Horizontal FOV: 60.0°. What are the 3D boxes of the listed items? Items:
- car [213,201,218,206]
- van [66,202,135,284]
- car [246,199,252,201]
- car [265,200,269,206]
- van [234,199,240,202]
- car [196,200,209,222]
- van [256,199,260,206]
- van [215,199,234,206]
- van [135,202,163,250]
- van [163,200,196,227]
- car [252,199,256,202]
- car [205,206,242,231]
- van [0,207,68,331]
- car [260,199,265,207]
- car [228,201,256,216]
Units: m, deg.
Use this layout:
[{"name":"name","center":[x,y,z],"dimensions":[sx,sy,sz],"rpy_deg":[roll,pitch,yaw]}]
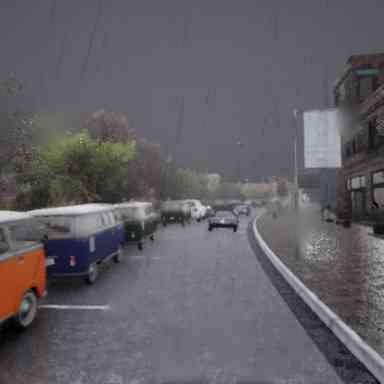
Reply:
[{"name":"car","center":[1.282,2.164,37.426],"dimensions":[2.002,1.452,4.674],"rpy_deg":[-1,0,14]},{"name":"van","center":[-3.281,1.387,10.018],"dimensions":[1.878,1.987,4.442],"rpy_deg":[-2,0,3]},{"name":"car","center":[9.570,2.632,63.864],"dimensions":[2.163,1.488,4.792],"rpy_deg":[-1,0,17]},{"name":"car","center":[18.966,2.863,91.207],"dimensions":[2.435,2.045,5.566],"rpy_deg":[-1,-1,20]},{"name":"van","center":[7.454,2.268,57.711],"dimensions":[1.878,1.987,4.442],"rpy_deg":[-1,0,17]},{"name":"car","center":[-0.032,1.767,32.027],"dimensions":[2.435,2.045,5.566],"rpy_deg":[-1,0,10]},{"name":"van","center":[13.213,2.583,74.454],"dimensions":[1.878,1.987,4.442],"rpy_deg":[-1,-1,21]},{"name":"van","center":[4.364,2.099,48.252],"dimensions":[1.878,1.987,4.442],"rpy_deg":[-1,0,17]},{"name":"van","center":[-2.790,1.477,15.576],"dimensions":[1.878,1.987,4.442],"rpy_deg":[-2,0,4]},{"name":"van","center":[-1.139,1.684,26.637],"dimensions":[1.878,1.987,4.442],"rpy_deg":[-2,0,9]},{"name":"car","center":[11.362,2.693,69.076],"dimensions":[2.231,1.521,4.892],"rpy_deg":[-1,0,17]},{"name":"car","center":[2.321,1.927,23.699],"dimensions":[1.994,1.385,4.181],"rpy_deg":[0,-1,9]},{"name":"van","center":[-3.592,1.305,4.436],"dimensions":[1.878,1.987,4.442],"rpy_deg":[-2,0,3]},{"name":"car","center":[16.776,3.028,84.824],"dimensions":[2.002,1.452,4.674],"rpy_deg":[-1,-1,19]},{"name":"car","center":[6.256,2.236,41.112],"dimensions":[2.033,1.411,5.357],"rpy_deg":[-1,-1,16]}]
